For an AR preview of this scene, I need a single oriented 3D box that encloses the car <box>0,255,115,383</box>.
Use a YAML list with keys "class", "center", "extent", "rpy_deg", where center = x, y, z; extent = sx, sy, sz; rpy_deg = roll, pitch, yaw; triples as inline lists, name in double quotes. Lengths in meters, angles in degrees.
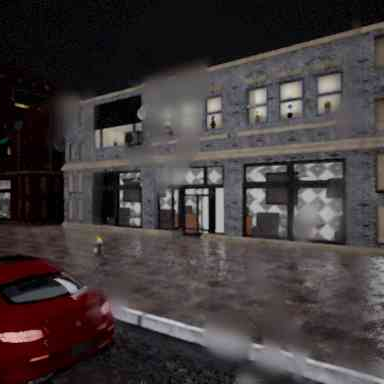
- class: "car"
  center: [-2.944, 1.631, 4.970]
  extent: [4.206, 1.307, 1.802]
  rpy_deg: [-1, 0, 36]
